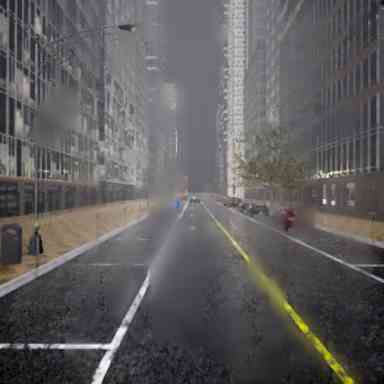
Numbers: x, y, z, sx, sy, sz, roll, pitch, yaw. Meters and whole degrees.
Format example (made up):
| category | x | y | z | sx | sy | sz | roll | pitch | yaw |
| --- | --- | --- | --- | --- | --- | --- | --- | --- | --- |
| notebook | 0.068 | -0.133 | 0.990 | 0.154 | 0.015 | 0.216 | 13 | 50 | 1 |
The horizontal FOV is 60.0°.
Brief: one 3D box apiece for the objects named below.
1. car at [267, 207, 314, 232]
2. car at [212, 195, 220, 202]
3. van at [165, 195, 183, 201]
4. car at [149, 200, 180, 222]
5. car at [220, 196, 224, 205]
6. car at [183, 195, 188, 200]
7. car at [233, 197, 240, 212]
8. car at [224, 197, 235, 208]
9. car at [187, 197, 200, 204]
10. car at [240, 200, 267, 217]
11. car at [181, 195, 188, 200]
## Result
| category | x | y | z | sx | sy | sz | roll | pitch | yaw |
| --- | --- | --- | --- | --- | --- | --- | --- | --- | --- |
| car | 6.102 | 1.628 | 20.364 | 1.802 | 1.307 | 4.206 | 0 | 0 | 0 |
| car | 6.269 | 1.582 | 77.289 | 1.887 | 1.381 | 4.507 | 0 | 0 | 0 |
| van | -2.227 | 1.369 | 37.470 | 1.690 | 1.788 | 3.998 | 0 | 0 | 0 |
| car | -2.262 | 1.574 | 26.085 | 2.008 | 1.369 | 4.403 | 0 | 0 | 0 |
| car | 6.202 | 1.492 | 54.519 | 1.967 | 1.590 | 4.097 | 0 | 0 | 0 |
| car | -2.078 | 1.540 | 88.704 | 1.887 | 1.381 | 4.507 | 0 | 0 | 0 |
| car | 6.152 | 1.607 | 37.442 | 2.008 | 1.369 | 4.403 | 0 | 0 | 0 |
| car | 6.186 | 1.494 | 48.827 | 1.967 | 1.590 | 4.097 | 0 | 0 | 0 |
| car | 0.538 | 1.593 | 64.236 | 1.994 | 1.385 | 4.181 | 0 | 0 | 0 |
| car | 6.136 | 1.606 | 31.749 | 2.008 | 1.369 | 4.403 | 0 | 0 | 0 |
| car | -2.062 | 1.569 | 94.398 | 1.802 | 1.307 | 4.206 | 0 | 0 | 0 |
